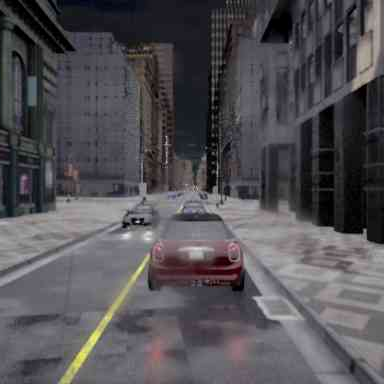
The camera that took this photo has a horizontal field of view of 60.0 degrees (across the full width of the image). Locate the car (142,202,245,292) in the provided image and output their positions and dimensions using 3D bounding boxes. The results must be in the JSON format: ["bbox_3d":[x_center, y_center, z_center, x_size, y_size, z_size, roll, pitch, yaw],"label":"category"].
[{"bbox_3d":[0.098,1.315,8.978,2.097,1.767,4.553,0,0,0],"label":"car"}]

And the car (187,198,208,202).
[{"bbox_3d":[0.147,1.432,26.665,2.033,1.411,5.357,0,0,0],"label":"car"}]

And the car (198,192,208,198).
[{"bbox_3d":[3.062,1.115,83.860,1.947,1.339,4.313,0,0,0],"label":"car"}]

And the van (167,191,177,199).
[{"bbox_3d":[-5.462,0.889,83.931,1.690,1.788,3.998,0,0,0],"label":"van"}]

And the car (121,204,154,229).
[{"bbox_3d":[-3.059,1.476,20.705,1.994,1.385,4.181,0,0,0],"label":"car"}]
